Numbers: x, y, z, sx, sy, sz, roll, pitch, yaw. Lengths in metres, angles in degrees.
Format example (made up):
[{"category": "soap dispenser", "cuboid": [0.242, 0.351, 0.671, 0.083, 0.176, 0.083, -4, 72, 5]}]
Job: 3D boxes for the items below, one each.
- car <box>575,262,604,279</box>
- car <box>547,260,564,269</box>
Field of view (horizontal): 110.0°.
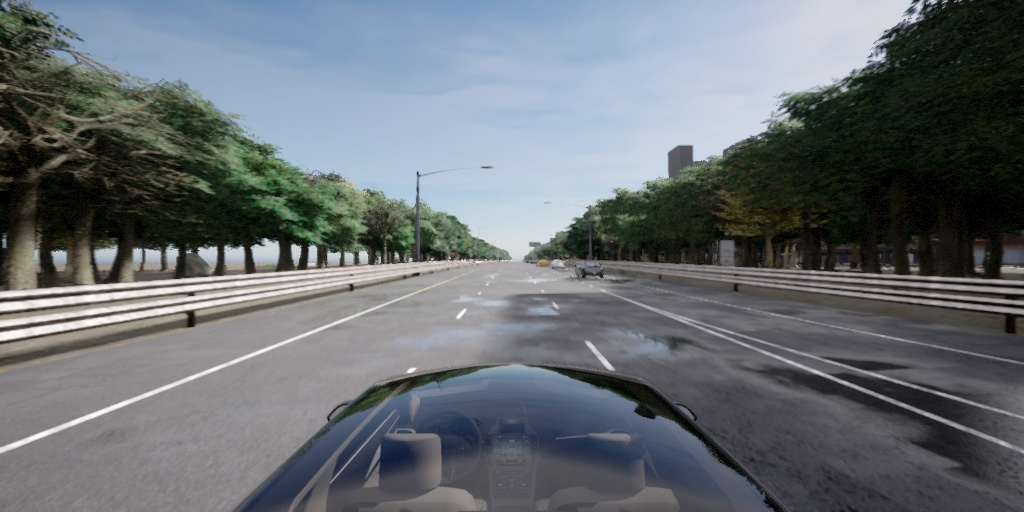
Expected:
[{"category": "car", "cuboid": [7.015, 1.250, 32.811, 2.128, 1.511, 4.902, 0, 0, 0]}, {"category": "car", "cuboid": [7.080, 1.356, 56.665, 1.812, 1.442, 4.674, 0, 0, 0]}]
